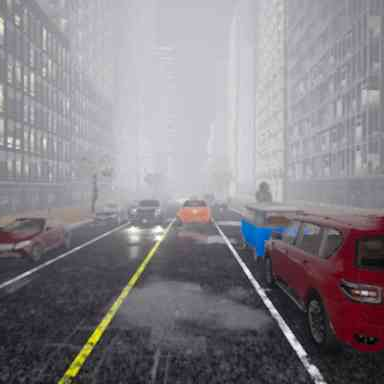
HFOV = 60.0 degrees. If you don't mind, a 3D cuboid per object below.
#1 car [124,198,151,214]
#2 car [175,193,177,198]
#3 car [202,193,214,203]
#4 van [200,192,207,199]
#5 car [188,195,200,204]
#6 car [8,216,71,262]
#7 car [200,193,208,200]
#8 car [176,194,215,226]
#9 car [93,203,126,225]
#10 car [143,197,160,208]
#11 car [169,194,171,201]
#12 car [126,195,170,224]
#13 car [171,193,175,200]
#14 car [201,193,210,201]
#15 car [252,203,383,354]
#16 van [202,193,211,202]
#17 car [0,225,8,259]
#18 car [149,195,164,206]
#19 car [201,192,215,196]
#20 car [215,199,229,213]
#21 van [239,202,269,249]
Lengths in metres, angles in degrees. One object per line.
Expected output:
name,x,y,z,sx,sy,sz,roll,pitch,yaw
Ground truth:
car,-5.547,1.408,34.525,2.008,1.369,4.403,0,0,0
car,-5.314,1.200,85.678,2.008,1.369,4.403,0,0,0
car,2.961,1.068,62.905,2.192,1.841,5.009,0,0,0
van,3.090,0.977,91.322,1.690,1.788,3.998,0,0,0
car,0.367,1.327,59.560,1.994,1.385,4.181,0,0,0
car,-5.650,1.529,11.792,1.802,1.307,4.206,0,0,0
car,3.065,1.099,85.639,1.967,1.590,4.097,0,0,0
car,0.198,1.261,22.714,2.097,1.767,4.553,0,0,0
car,-5.599,1.453,23.159,2.008,1.369,4.403,0,0,0
car,-5.495,1.394,45.893,1.802,1.307,4.206,0,0,0
car,-5.418,1.269,62.774,1.752,1.417,4.829,0,0,0
car,-2.972,1.255,23.475,2.097,1.767,4.553,0,0,1
car,-5.366,1.263,74.311,1.947,1.339,4.313,0,0,0
car,3.014,1.146,74.272,1.967,1.590,4.097,0,0,0
car,2.702,1.294,6.069,2.192,1.841,5.009,0,0,0
van,2.987,1.071,68.588,1.690,1.788,3.998,0,0,0
car,-5.677,1.520,6.108,2.008,1.369,4.403,0,0,0
car,-5.470,1.229,51.576,1.967,1.590,4.097,0,0,0
car,2.935,1.091,57.221,2.192,1.841,5.009,0,0,0
car,2.834,1.417,34.487,2.008,1.369,4.403,0,0,0
van,2.728,1.298,11.753,1.690,1.788,3.998,0,0,0
